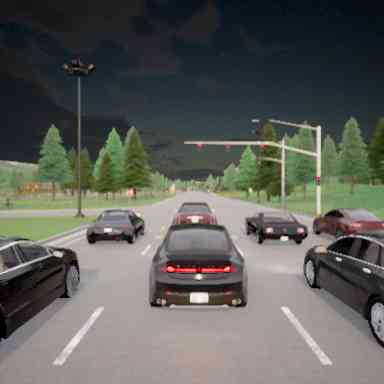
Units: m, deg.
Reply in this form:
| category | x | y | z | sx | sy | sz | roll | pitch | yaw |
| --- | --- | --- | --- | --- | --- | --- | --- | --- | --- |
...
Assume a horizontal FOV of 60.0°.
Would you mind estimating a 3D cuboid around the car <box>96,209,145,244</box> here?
| category | x | y | z | sx | sy | sz | roll | pitch | yaw |
| --- | --- | --- | --- | --- | --- | --- | --- | --- | --- |
| car | -3.367 | 1.489 | 15.361 | 1.994 | 1.385 | 4.181 | 0 | 0 | 0 |

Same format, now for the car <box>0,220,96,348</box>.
| category | x | y | z | sx | sy | sz | roll | pitch | yaw |
| --- | --- | --- | --- | --- | --- | --- | --- | --- | --- |
| car | -3.385 | 1.464 | 5.425 | 2.128 | 1.511 | 4.902 | 0 | 0 | 0 |

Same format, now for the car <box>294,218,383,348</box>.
| category | x | y | z | sx | sy | sz | roll | pitch | yaw |
| --- | --- | --- | --- | --- | --- | --- | --- | --- | --- |
| car | 3.614 | 1.471 | 6.153 | 1.837 | 1.490 | 4.892 | 0 | -1 | 0 |

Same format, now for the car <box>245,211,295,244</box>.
| category | x | y | z | sx | sy | sz | roll | pitch | yaw |
| --- | --- | --- | --- | --- | --- | --- | --- | --- | --- |
| car | 3.632 | 1.527 | 15.250 | 1.895 | 1.301 | 4.718 | 0 | 0 | 0 |

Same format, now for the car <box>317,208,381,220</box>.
| category | x | y | z | sx | sy | sz | roll | pitch | yaw |
| --- | --- | --- | --- | --- | --- | --- | --- | --- | --- |
| car | 7.132 | 1.451 | 15.325 | 1.812 | 1.442 | 4.674 | 0 | 0 | 0 |

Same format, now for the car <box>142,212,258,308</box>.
| category | x | y | z | sx | sy | sz | roll | pitch | yaw |
| --- | --- | --- | --- | --- | --- | --- | --- | --- | --- |
| car | 0.118 | 1.466 | 7.849 | 1.837 | 1.490 | 4.892 | 0 | 0 | 0 |

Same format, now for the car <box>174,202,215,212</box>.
| category | x | y | z | sx | sy | sz | roll | pitch | yaw |
| --- | --- | --- | --- | --- | --- | --- | --- | --- | --- |
| car | 0.135 | 1.269 | 16.985 | 2.097 | 1.767 | 4.553 | 0 | 0 | 0 |
